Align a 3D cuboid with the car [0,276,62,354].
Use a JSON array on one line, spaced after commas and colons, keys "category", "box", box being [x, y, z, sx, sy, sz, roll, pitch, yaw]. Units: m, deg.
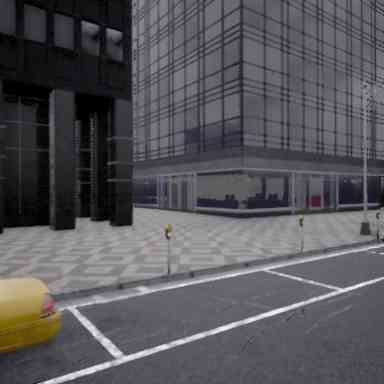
[{"category": "car", "box": [-4.092, 1.527, 3.733, 4.829, 1.417, 1.752, 0, 0, -35]}]
